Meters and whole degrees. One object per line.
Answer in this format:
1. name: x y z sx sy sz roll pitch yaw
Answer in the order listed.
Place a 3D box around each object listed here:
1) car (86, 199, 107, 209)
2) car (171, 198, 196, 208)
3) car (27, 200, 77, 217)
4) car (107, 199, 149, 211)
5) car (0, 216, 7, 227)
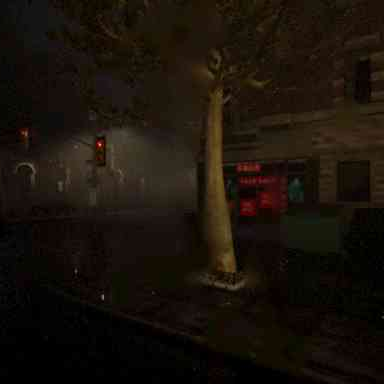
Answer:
1. car: -11.944 1.595 45.158 1.895 1.301 4.718 0 0 36
2. car: -1.394 1.547 48.297 2.033 1.411 5.357 0 0 36
3. car: -13.359 1.526 31.940 1.812 1.442 4.674 0 0 36
4. car: -7.466 1.601 40.018 1.895 1.301 4.718 0 0 36
5. car: -13.364 1.547 18.391 5.357 1.411 2.033 0 0 -43
